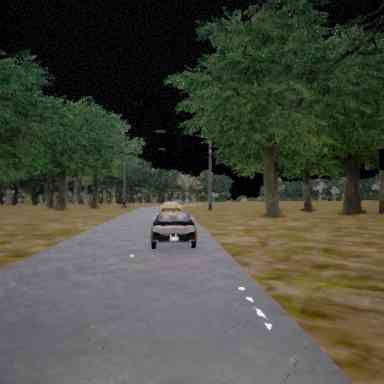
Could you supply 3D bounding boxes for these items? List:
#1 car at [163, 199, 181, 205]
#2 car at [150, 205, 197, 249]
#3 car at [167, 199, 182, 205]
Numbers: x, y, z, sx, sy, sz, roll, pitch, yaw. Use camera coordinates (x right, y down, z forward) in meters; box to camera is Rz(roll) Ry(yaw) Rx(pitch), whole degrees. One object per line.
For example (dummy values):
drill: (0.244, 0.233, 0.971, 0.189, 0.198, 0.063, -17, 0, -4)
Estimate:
car: (-1.875, 1.618, 29.712, 1.882, 1.535, 5.008, 0, -1, -4)
car: (-0.830, 1.529, 14.739, 2.128, 1.511, 4.902, 0, 0, -4)
car: (-4.038, 2.385, 77.794, 1.994, 1.385, 4.181, -1, -1, 19)
